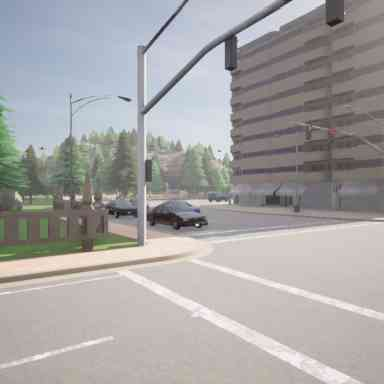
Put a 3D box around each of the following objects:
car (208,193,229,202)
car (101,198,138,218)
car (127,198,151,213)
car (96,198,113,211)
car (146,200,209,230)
[{"bbox_3d":[5.673,1.170,71.184,2.150,2.045,5.566,0,0,40],"label":"car"},{"bbox_3d":[-6.291,1.422,29.448,1.882,1.535,5.008,0,0,-28],"label":"car"},{"bbox_3d":[-5.948,1.448,36.789,1.837,1.490,4.892,0,0,-20],"label":"car"},{"bbox_3d":[-10.765,1.470,41.183,1.812,1.442,4.674,0,0,-11],"label":"car"},{"bbox_3d":[-1.197,1.492,21.118,2.033,1.411,5.357,0,0,-34],"label":"car"}]
